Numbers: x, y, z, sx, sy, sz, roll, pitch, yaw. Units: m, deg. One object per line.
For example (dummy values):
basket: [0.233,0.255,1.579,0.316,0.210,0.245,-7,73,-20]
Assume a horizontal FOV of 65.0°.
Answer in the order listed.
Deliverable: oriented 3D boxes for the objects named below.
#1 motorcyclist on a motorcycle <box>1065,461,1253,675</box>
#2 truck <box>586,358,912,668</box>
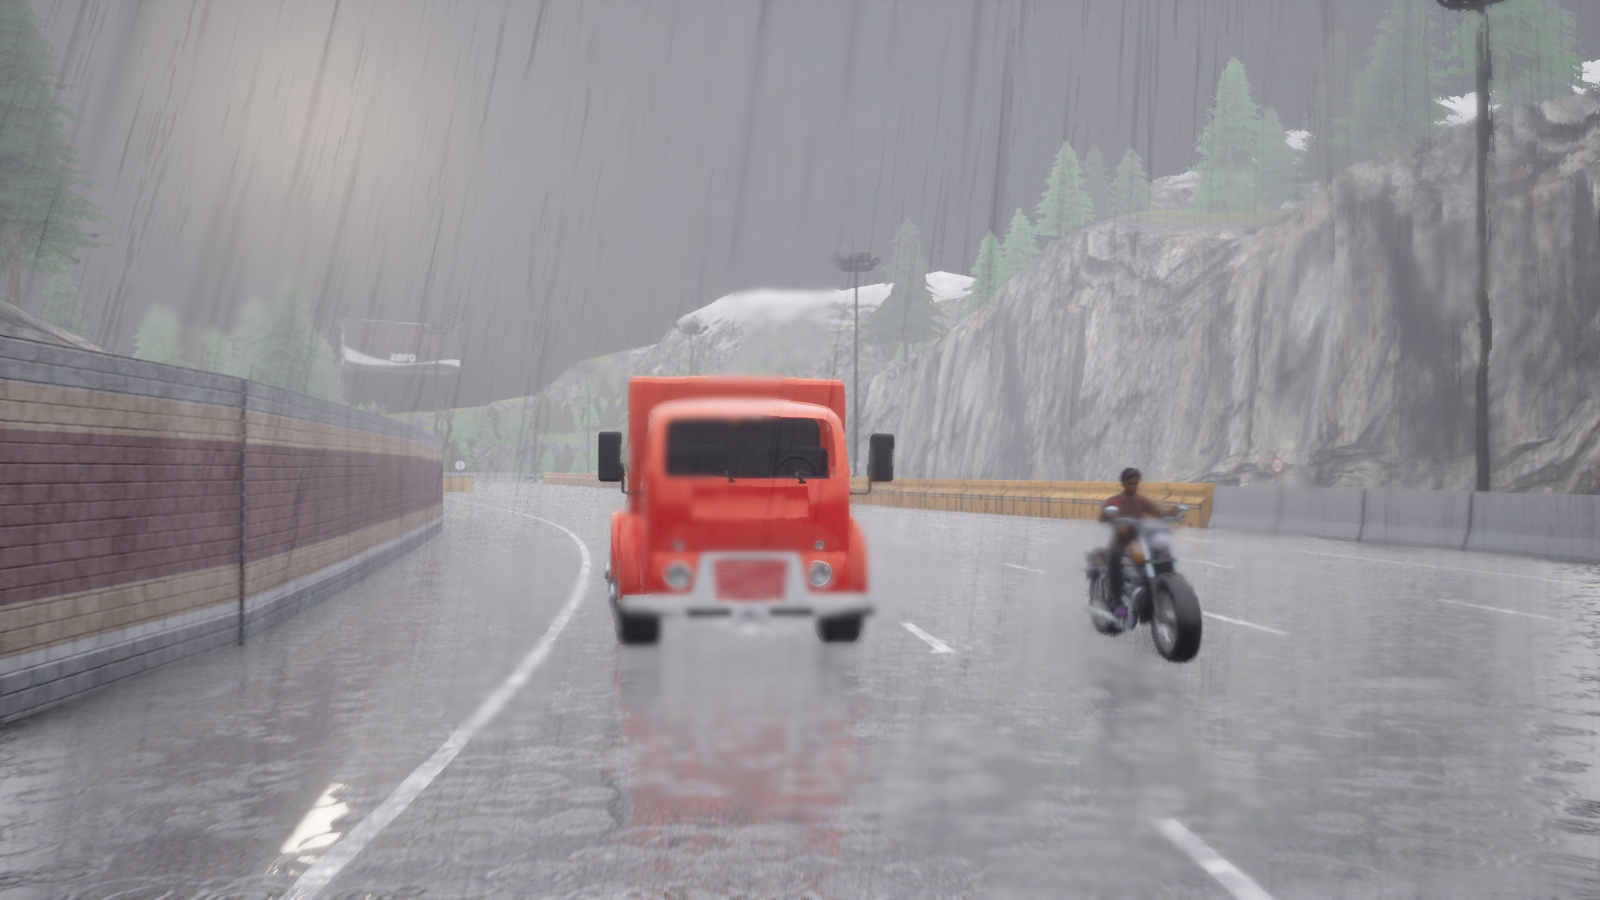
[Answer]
motorcyclist on a motorcycle: [3.056,0.936,10.990,0.766,1.649,2.350,-1,-1,-5]
truck: [-0.676,0.545,12.724,2.627,2.467,5.204,0,-1,-6]
